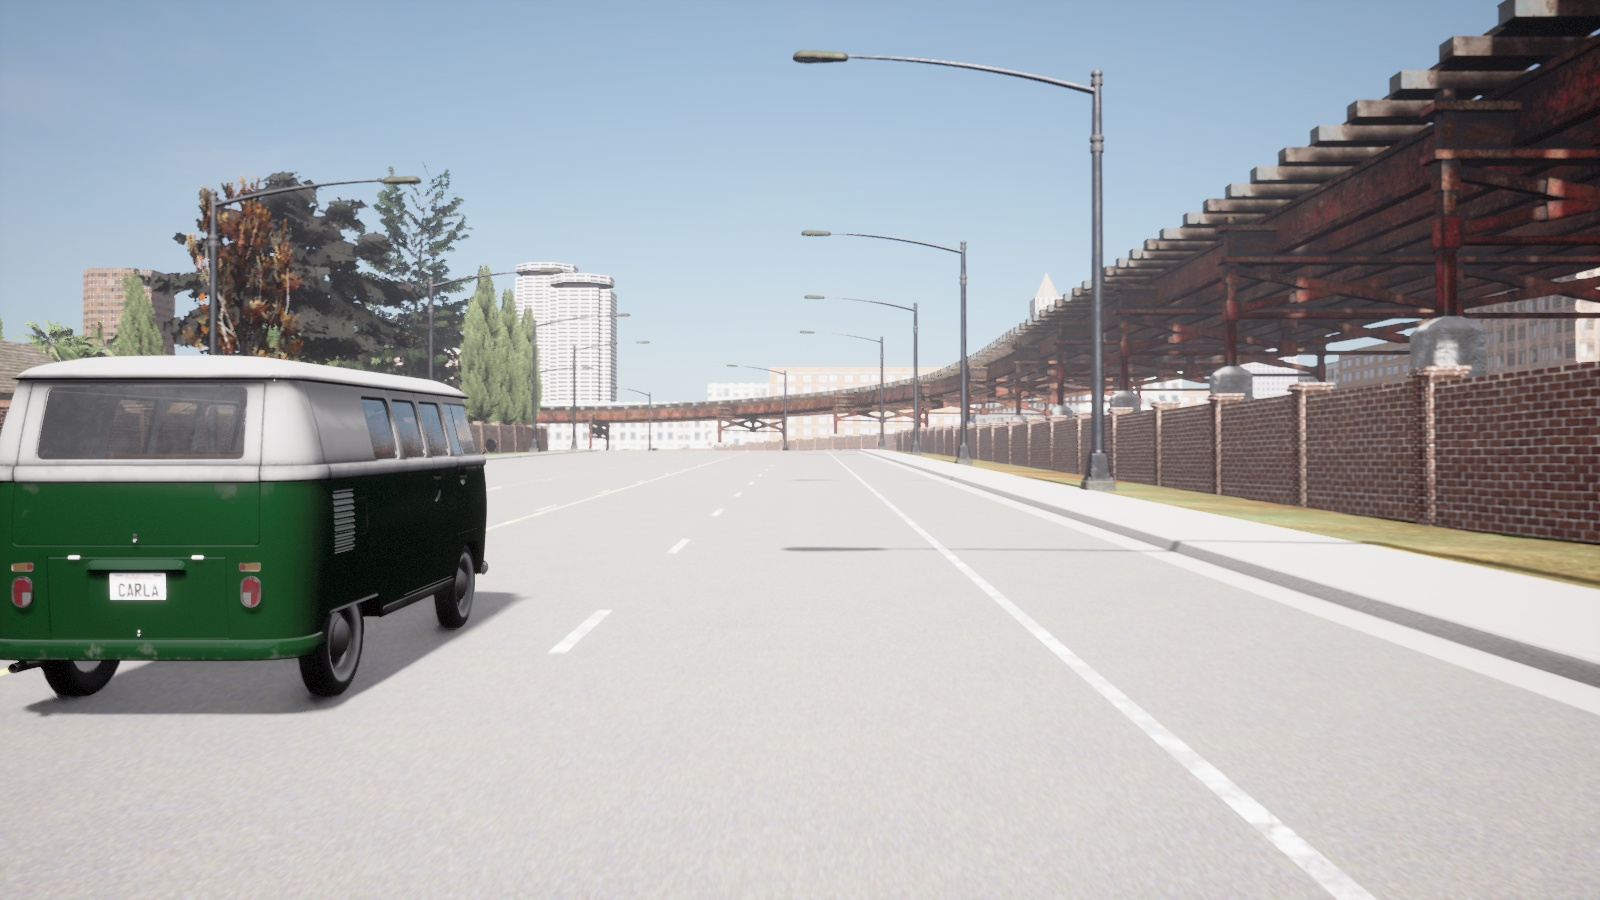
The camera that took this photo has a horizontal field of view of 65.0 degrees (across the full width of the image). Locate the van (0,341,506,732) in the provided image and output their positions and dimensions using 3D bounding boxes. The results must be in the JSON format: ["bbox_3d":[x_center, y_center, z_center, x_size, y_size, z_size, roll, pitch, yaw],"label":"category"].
[{"bbox_3d":[-3.434,0.414,8.603,1.775,1.987,4.442,0,1,0],"label":"van"}]
